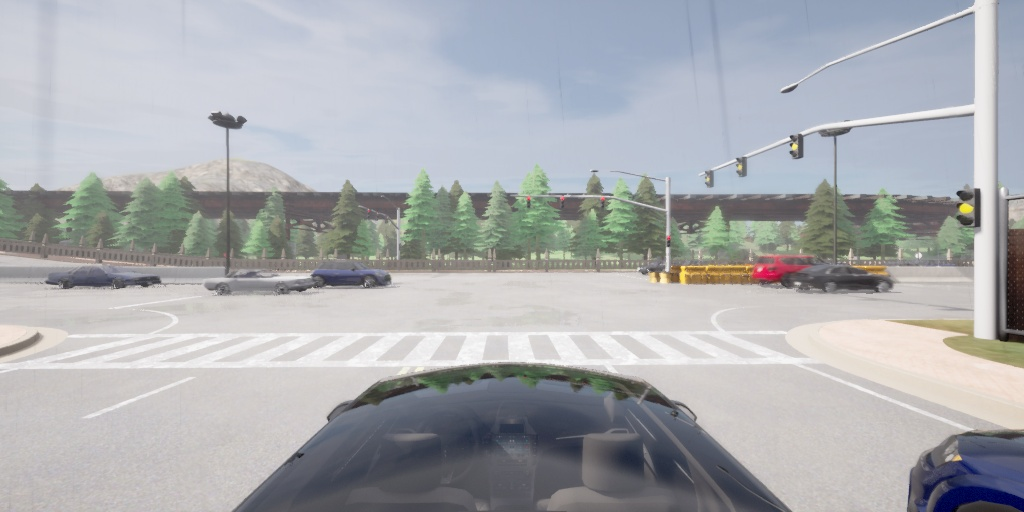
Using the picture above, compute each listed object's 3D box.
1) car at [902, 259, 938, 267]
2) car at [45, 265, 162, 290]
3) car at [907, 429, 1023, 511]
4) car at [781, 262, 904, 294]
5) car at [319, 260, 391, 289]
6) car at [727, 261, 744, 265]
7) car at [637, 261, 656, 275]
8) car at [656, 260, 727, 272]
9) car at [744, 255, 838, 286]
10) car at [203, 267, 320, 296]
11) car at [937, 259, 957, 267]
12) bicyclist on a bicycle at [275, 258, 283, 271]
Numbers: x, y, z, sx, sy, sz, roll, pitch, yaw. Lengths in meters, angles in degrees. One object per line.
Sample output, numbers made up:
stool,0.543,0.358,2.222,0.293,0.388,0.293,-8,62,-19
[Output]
car,33.219,1.255,31.001,4.892,1.490,1.837,0,0,-2
car,-24.953,1.289,21.995,5.357,1.411,2.033,0,0,-2
car,3.600,1.314,0.576,1.994,1.385,4.181,0,0,0
car,18.148,1.256,19.831,4.892,1.490,1.837,0,0,-2
car,-9.995,1.101,22.458,4.553,1.767,2.097,0,0,-2
car,20.519,1.255,34.112,4.892,1.490,1.837,0,0,-2
car,15.576,1.241,37.460,4.902,1.511,2.128,0,0,-2
car,15.184,1.102,30.445,4.553,1.767,2.097,0,0,-2
car,18.755,0.973,23.352,5.566,2.045,2.150,0,0,-2
car,-13.132,1.351,18.859,4.718,1.301,1.895,0,0,-2
car,39.984,1.102,34.699,4.553,1.767,2.097,0,0,-2
bicyclist on a bicycle,-28.452,1.041,43.882,0.582,1.620,1.656,0,0,-2
